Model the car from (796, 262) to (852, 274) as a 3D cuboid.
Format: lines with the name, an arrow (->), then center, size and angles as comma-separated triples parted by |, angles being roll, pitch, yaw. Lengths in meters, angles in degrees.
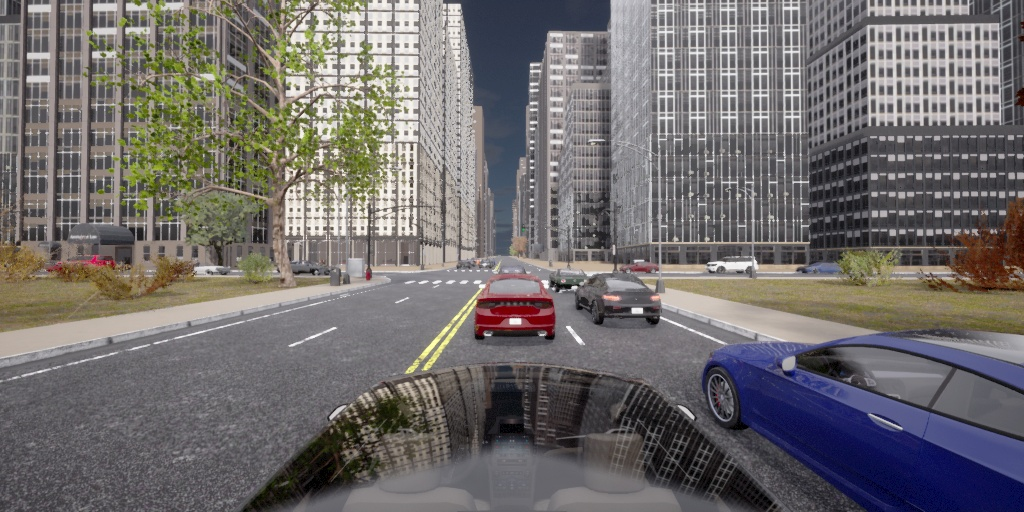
car -> 36.437, 1.415, 41.925 | 5.357, 1.411, 2.033 | 0, -1, 1

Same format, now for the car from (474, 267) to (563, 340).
car -> 0.058, 1.229, 10.032 | 1.882, 1.535, 5.008 | 0, 0, 0

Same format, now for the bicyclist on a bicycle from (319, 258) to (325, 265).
bicyclist on a bicycle -> -25.404, 1.149, 48.039 | 0.582, 1.620, 1.656 | 0, -1, 1

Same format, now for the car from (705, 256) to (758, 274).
car -> 25.785, 1.077, 42.164 | 5.566, 2.045, 2.150 | 0, -1, 1

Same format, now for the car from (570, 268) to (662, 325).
car -> 3.294, 1.277, 11.756 | 1.812, 1.442, 4.674 | 0, 0, 0

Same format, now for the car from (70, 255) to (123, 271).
car -> -48.876, 0.929, 41.154 | 5.566, 2.045, 2.150 | 0, -1, 2

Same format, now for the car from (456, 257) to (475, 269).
car -> -7.408, 1.295, 55.751 | 1.994, 1.385, 4.181 | 0, 0, -1

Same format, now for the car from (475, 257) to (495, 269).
car -> -4.182, 1.222, 57.185 | 2.128, 1.511, 4.902 | 0, 0, 0

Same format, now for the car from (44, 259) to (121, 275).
car -> -41.017, 1.224, 34.319 | 4.718, 1.301, 1.895 | 0, -1, 2

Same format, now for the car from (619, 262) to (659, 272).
car -> 15.075, 1.368, 42.398 | 4.674, 1.442, 1.812 | 0, -1, 2

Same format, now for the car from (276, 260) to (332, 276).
car -> -19.454, 1.146, 33.778 | 4.902, 1.511, 2.128 | 0, -1, 1

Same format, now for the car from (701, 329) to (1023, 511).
car -> 3.338, 1.276, 2.654 | 1.812, 1.442, 4.674 | 0, 0, 0

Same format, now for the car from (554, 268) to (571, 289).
car -> 3.250, 1.352, 20.926 | 1.895, 1.301, 4.718 | 0, 0, 0

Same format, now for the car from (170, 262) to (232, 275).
car -> -29.528, 1.241, 34.026 | 4.718, 1.301, 1.895 | 0, -1, 1

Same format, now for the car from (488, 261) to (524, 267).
car -> 0.006, 1.243, 19.544 | 2.128, 1.511, 4.902 | 0, 0, 0
